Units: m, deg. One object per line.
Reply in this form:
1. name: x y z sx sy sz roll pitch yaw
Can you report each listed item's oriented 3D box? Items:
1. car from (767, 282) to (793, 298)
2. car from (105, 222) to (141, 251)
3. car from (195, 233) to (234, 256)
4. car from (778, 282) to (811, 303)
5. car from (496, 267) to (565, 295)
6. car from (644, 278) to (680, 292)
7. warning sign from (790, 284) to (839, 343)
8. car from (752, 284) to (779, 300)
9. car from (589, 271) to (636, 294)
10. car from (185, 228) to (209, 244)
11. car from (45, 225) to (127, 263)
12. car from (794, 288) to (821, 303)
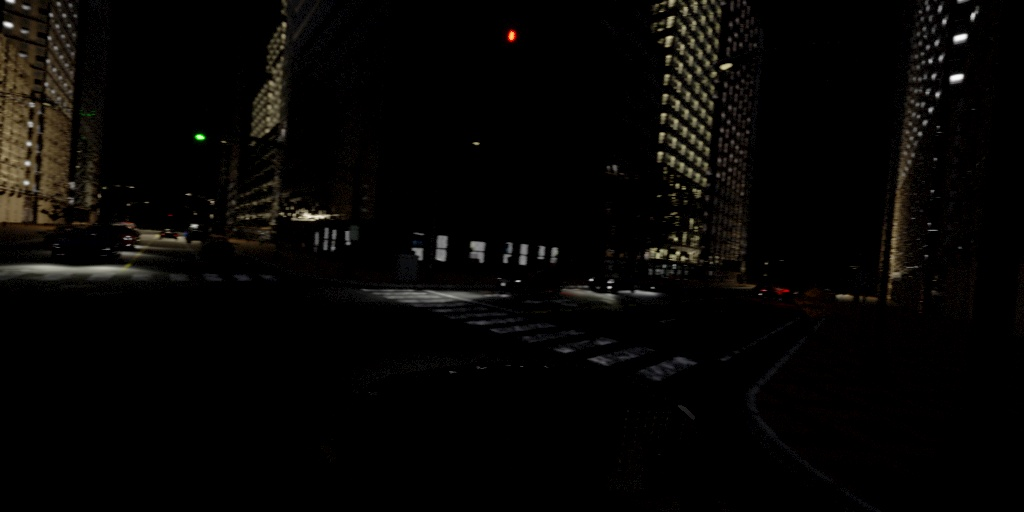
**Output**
1. car: 35.702 4.535 47.730 2.097 1.767 4.553 5 0 44
2. car: -27.798 -1.361 25.030 2.097 1.767 4.553 4 1 -44
3. car: -22.673 -0.762 27.504 1.948 1.339 4.313 0 0 -44
4. car: 28.040 3.670 35.028 2.150 2.045 5.566 5 0 44
5. car: 1.228 1.432 21.179 2.128 1.511 4.902 5 0 44
6. car: 14.897 2.838 35.555 1.895 1.301 4.718 5 0 44
7. warning sign: 10.196 1.866 12.270 1.300 1.860 1.060 0 0 44
8. car: 27.846 3.945 39.476 1.837 1.490 4.892 5 -1 44
9. car: 8.018 1.936 28.305 2.097 1.767 4.553 5 0 44
10. car: -37.980 -2.397 43.398 2.192 1.841 5.009 0 0 -44
11. car: -20.712 -0.596 17.634 1.882 1.535 5.008 4 1 -44
12. car: 35.065 4.662 42.512 2.033 1.411 5.357 5 0 44
